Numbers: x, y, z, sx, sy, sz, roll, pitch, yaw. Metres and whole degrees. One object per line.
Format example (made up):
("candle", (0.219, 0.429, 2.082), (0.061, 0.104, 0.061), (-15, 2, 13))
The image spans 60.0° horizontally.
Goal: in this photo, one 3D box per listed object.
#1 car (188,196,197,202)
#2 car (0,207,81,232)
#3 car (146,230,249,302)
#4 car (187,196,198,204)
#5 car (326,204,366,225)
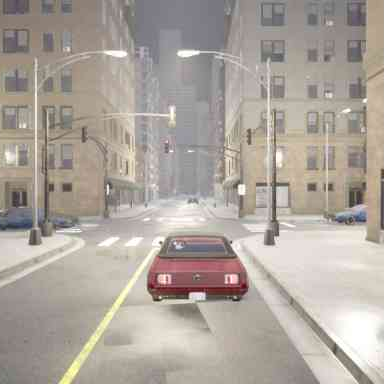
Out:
("car", (0.109, 1.567, 75.151), (1.895, 1.301, 4.718), (0, 0, 0))
("car", (-9.471, 1.571, 19.611), (5.357, 1.411, 2.033), (0, 0, 0))
("car", (0.094, 1.601, 8.238), (1.895, 1.301, 4.718), (0, 0, 0))
("car", (0.185, 1.510, 61.709), (1.812, 1.442, 4.674), (0, 0, 0))
("car", (12.201, 1.512, 22.827), (5.357, 1.411, 2.033), (0, 0, 3))
